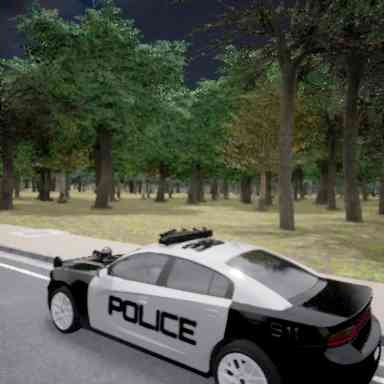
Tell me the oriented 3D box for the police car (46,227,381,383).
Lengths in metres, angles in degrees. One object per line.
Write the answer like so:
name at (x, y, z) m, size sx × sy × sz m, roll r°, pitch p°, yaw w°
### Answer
police car at (-0.217, 1.366, 4.919) m, size 5.238 × 1.638 × 1.930 m, roll 1°, pitch 1°, yaw 36°
